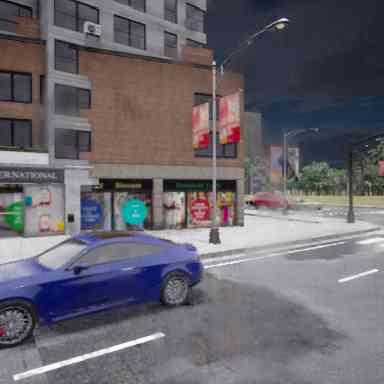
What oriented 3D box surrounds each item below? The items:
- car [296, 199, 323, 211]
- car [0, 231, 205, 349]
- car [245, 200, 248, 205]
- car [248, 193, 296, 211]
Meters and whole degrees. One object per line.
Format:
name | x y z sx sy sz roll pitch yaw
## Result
car | 13.075 1.490 39.076 1.895 1.301 4.718 0 0 -23
car | -1.866 1.525 6.391 4.674 1.442 1.812 0 0 -36
car | 9.586 1.470 47.548 1.895 1.301 4.718 0 0 -22
car | 9.383 1.120 39.463 2.150 2.045 5.566 0 0 -22
